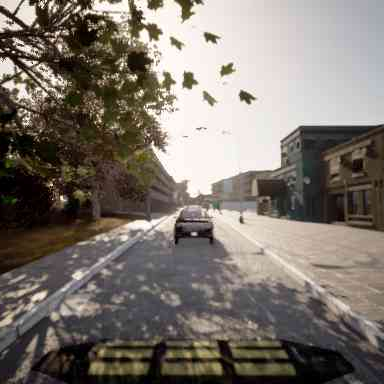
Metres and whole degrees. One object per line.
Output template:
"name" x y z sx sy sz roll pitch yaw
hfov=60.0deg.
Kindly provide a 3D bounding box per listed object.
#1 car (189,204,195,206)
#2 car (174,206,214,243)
"car" 0.088 2.191 34.909 1.812 1.442 4.674 0 -2 0
"car" 0.095 1.653 16.848 2.128 1.511 4.902 0 -1 0
